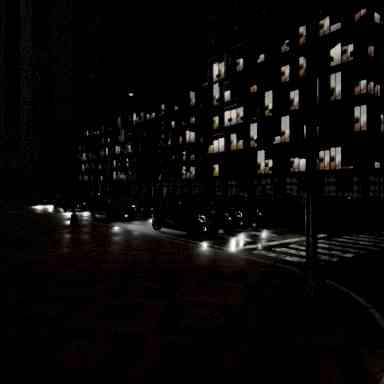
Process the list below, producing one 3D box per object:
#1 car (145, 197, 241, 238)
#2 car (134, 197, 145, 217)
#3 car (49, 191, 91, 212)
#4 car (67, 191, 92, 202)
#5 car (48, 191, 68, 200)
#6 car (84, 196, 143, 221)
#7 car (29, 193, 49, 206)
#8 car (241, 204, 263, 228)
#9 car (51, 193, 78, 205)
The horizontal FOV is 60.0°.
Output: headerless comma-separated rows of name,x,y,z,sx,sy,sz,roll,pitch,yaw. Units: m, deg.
car,-0.096,1.123,16.481,2.097,1.767,4.553,0,1,-38
car,-3.986,1.124,26.646,2.033,1.411,5.357,0,1,-38
car,-11.399,0.942,30.807,1.837,1.490,4.892,0,1,-38
car,-16.189,0.634,47.726,1.837,1.490,4.892,0,1,-38
car,-22.592,0.539,55.880,1.895,1.301,4.718,0,1,-38
car,-5.673,1.207,23.539,1.895,1.301,4.718,0,1,-38
car,-17.600,0.816,38.745,1.994,1.385,4.181,0,1,-37
car,1.890,1.102,19.211,2.097,1.767,4.553,0,1,-38
car,-16.330,0.810,42.405,1.895,1.301,4.718,0,1,-38
